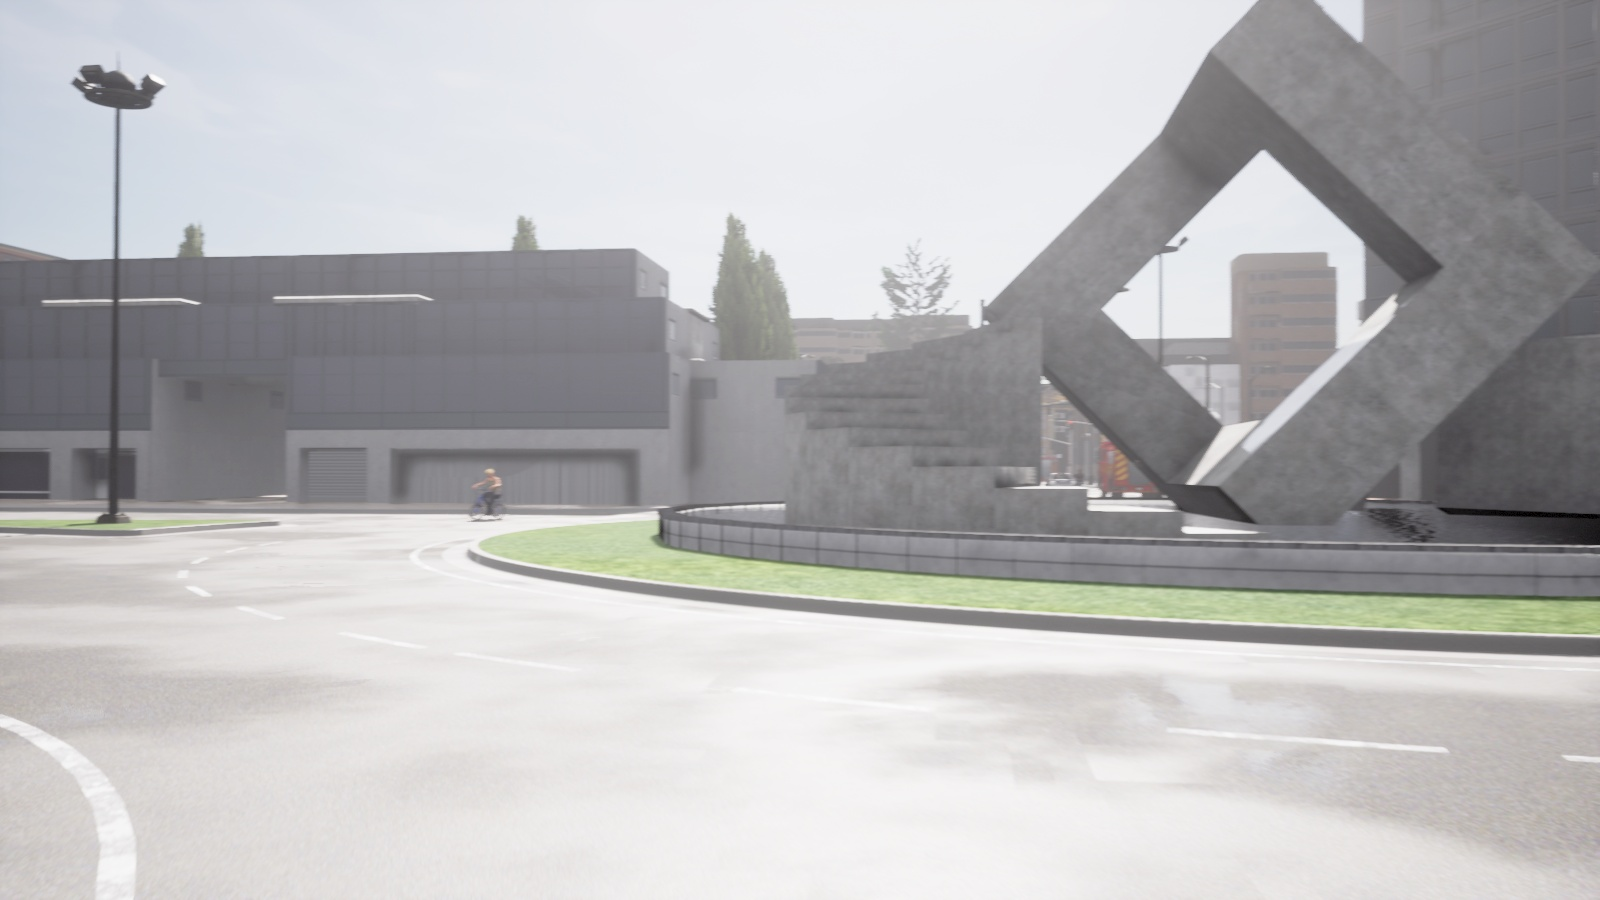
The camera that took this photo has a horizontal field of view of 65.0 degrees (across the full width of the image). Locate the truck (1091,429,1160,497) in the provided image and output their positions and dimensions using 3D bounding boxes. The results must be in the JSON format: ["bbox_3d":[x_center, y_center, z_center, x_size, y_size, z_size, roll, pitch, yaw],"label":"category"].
[{"bbox_3d":[19.360,0.804,75.179,2.891,3.827,8.468,0,-1,7],"label":"truck"}]

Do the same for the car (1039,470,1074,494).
[{"bbox_3d":[16.704,2.061,81.855,1.970,1.475,3.806,0,-1,7],"label":"car"}]

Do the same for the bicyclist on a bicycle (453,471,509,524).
[{"bbox_3d":[-9.898,1.463,39.031,0.866,1.612,1.509,0,-1,31],"label":"bicyclist on a bicycle"}]
